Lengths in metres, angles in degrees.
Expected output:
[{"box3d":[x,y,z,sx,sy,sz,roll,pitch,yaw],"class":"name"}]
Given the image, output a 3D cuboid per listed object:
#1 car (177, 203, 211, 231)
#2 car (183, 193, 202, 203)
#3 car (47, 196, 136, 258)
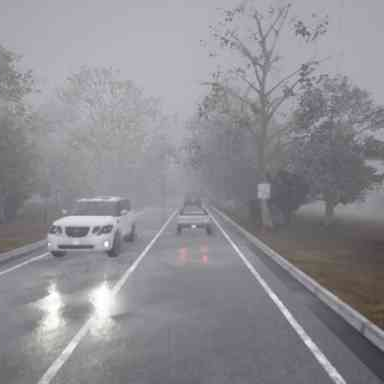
[{"box3d":[0.095,1.565,20.250,1.895,1.301,4.718,0,0,0],"class":"car"},{"box3d":[0.091,1.105,42.835,2.150,2.045,5.566,0,0,0],"class":"car"},{"box3d":[-3.598,1.208,13.069,2.150,2.045,5.566,0,0,0],"class":"car"}]
